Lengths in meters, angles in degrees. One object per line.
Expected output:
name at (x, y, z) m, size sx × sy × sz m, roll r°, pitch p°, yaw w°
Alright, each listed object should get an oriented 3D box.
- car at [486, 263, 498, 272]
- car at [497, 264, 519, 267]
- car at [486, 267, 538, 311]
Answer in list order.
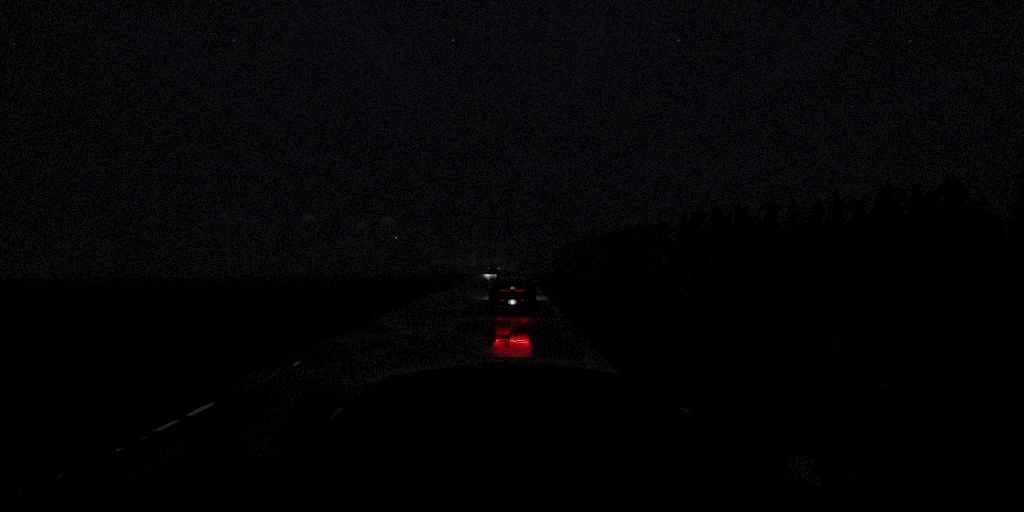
car at (-2.728, 1.812, 53.742) m, size 2.097 × 1.767 × 4.553 m, roll 0°, pitch -1°, yaw 1°
car at (0.046, 1.601, 30.357) m, size 2.128 × 1.511 × 4.902 m, roll 0°, pitch -1°, yaw 0°
car at (0.034, 1.418, 15.350) m, size 1.837 × 1.490 × 4.892 m, roll 0°, pitch 0°, yaw 1°
